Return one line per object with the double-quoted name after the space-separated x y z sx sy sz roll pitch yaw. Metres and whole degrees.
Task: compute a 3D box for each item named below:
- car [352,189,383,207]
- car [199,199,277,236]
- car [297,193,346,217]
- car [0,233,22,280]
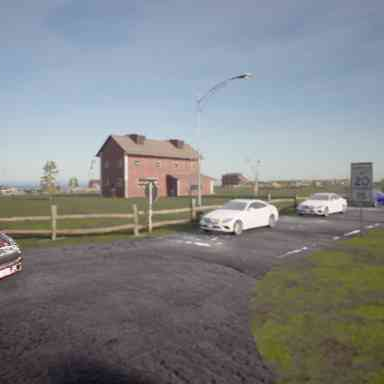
15.793 0.493 29.503 1.812 1.442 4.674 1 2 45 "car"
2.356 1.075 15.770 1.812 1.442 4.674 1 2 43 "car"
8.816 0.796 22.397 1.812 1.442 4.674 1 2 44 "car"
-6.446 1.253 7.680 4.553 1.767 2.097 -1 2 5 "car"
